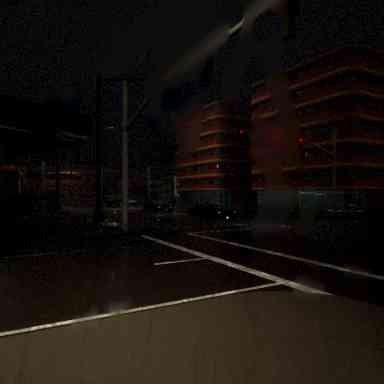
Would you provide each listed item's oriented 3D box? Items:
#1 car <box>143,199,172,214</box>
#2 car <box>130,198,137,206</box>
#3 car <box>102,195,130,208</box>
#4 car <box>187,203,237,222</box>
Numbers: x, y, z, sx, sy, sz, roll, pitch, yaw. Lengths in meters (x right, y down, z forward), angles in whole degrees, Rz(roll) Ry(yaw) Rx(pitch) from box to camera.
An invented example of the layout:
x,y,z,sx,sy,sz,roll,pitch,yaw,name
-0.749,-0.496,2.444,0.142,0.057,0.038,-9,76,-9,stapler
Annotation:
x,y,z,sx,sy,sz,roll,pitch,yaw,name
-3.813,1.526,35.883,1.812,1.442,4.674,0,0,-30,car
-10.840,1.601,55.076,1.895,1.301,4.718,0,0,-31,car
-11.109,1.505,48.268,1.837,1.490,4.892,0,0,-31,car
1.543,1.601,26.803,1.895,1.301,4.718,0,0,-31,car
